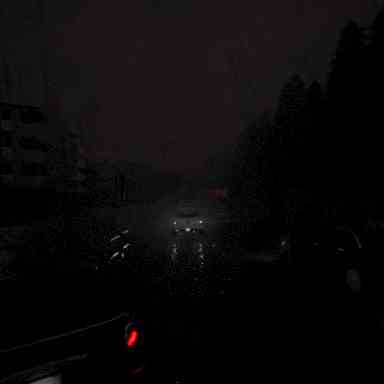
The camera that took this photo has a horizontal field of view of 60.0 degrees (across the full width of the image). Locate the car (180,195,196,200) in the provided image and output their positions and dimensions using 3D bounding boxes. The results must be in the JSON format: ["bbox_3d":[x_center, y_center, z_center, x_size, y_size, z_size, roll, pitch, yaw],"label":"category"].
[{"bbox_3d":[-0.604,1.507,50.660,2.150,2.045,5.566,-1,-1,-1],"label":"car"}]

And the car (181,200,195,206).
[{"bbox_3d":[-0.446,1.855,34.581,1.812,1.442,4.674,-1,0,-1],"label":"car"}]

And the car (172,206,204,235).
[{"bbox_3d":[-0.257,1.801,20.723,1.895,1.301,4.718,-1,-1,-1],"label":"car"}]

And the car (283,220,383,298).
[{"bbox_3d":[4.061,1.495,8.594,1.837,1.490,4.892,-3,0,-11],"label":"car"}]

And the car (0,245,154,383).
[{"bbox_3d":[-2.375,1.446,3.959,2.097,1.767,4.553,-1,-1,-39],"label":"car"}]
